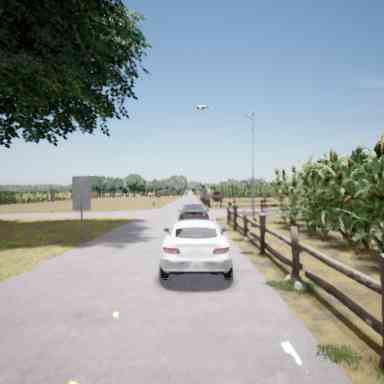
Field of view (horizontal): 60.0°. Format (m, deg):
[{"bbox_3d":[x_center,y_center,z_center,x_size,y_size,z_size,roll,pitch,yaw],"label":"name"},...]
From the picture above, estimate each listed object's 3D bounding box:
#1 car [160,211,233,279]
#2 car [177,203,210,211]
[{"bbox_3d":[0.102,1.503,9.844,1.812,1.442,4.674,0,0,0],"label":"car"},{"bbox_3d":[0.101,1.498,21.515,1.837,1.490,4.892,0,0,0],"label":"car"}]
